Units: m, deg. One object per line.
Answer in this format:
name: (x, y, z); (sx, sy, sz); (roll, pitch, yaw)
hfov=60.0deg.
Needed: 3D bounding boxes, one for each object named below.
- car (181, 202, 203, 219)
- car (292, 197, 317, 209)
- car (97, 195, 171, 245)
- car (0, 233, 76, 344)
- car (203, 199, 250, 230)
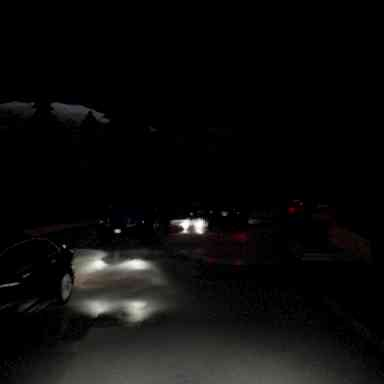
car: (0.682, 1.495, 27.370); (1.994, 1.385, 4.181); (0, 0, 21)
car: (14.907, 1.340, 43.856); (2.128, 1.511, 4.902); (0, 0, 40)
car: (-2.506, 1.190, 15.929); (2.150, 2.045, 5.566); (0, 0, 10)
car: (-3.430, 1.502, 5.241); (1.837, 1.490, 4.892); (0, 0, 2)
car: (2.403, 1.294, 20.947); (2.097, 1.767, 4.553); (0, 0, 15)
